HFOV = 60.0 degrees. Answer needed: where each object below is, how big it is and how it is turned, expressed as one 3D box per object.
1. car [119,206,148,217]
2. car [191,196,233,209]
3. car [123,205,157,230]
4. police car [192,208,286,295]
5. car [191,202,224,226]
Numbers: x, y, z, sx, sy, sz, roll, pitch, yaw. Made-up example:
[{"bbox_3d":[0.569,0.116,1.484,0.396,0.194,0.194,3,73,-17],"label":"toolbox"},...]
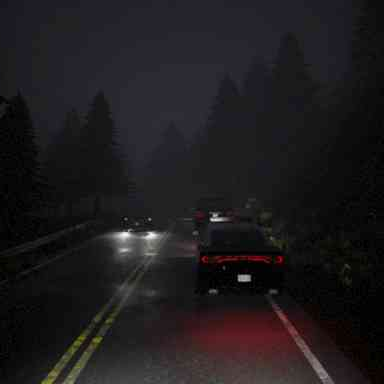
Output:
[{"bbox_3d":[-8.066,2.717,45.552,1.994,1.385,4.181,4,-8,-40],"label":"car"},{"bbox_3d":[1.191,1.263,18.887,2.150,2.045,5.566,0,0,1],"label":"car"},{"bbox_3d":[-3.259,1.570,21.576,1.812,1.442,4.674,0,0,-2],"label":"car"},{"bbox_3d":[1.037,1.442,8.926,1.930,1.638,5.238,0,0,1],"label":"police car"},{"bbox_3d":[1.066,1.579,25.142,1.837,1.490,4.892,1,0,-5],"label":"car"}]
